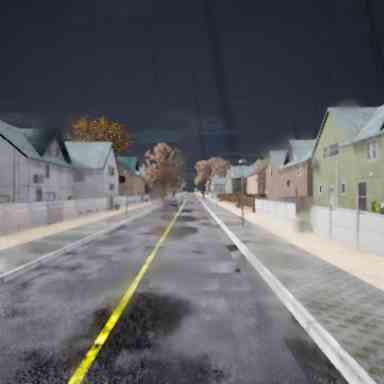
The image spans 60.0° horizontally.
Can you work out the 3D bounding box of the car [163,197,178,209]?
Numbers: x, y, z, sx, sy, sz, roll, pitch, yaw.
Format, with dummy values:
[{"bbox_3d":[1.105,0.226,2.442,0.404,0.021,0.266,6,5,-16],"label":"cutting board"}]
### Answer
[{"bbox_3d":[-2.759,1.400,43.979,2.033,1.411,5.357,0,0,0],"label":"car"}]
